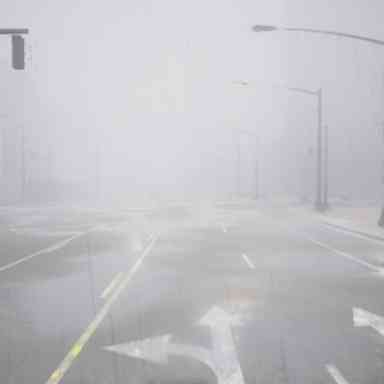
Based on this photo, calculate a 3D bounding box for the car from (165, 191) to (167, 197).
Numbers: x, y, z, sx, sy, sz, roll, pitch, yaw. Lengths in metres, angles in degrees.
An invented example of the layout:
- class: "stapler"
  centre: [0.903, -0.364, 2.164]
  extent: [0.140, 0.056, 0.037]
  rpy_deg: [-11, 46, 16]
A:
- class: "car"
  centre: [-7.006, 0.431, 79.756]
  extent: [1.895, 1.301, 4.718]
  rpy_deg: [0, 1, 0]

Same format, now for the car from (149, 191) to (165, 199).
- class: "car"
  centre: [-7.012, 0.525, 64.294]
  extent: [2.033, 1.411, 5.357]
  rpy_deg: [0, 1, 0]
